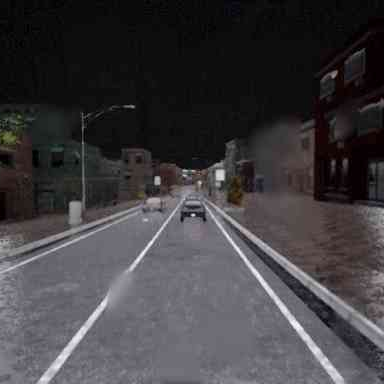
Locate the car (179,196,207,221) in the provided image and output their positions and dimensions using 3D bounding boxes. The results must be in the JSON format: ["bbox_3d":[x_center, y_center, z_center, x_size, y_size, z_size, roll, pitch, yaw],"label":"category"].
[{"bbox_3d":[0.086,1.325,25.438,1.837,1.490,4.892,0,1,0],"label":"car"}]

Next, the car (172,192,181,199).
[{"bbox_3d":[-3.473,0.744,74.294,2.033,1.411,5.357,0,1,0],"label":"car"}]

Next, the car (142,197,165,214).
[{"bbox_3d":[-3.605,1.263,31.996,1.812,1.442,4.674,0,1,0],"label":"car"}]
